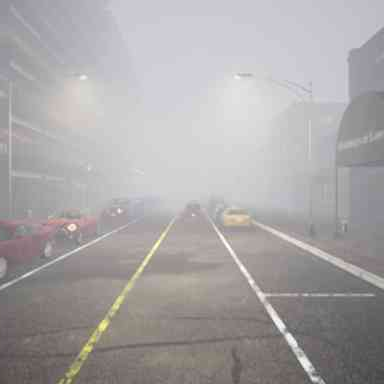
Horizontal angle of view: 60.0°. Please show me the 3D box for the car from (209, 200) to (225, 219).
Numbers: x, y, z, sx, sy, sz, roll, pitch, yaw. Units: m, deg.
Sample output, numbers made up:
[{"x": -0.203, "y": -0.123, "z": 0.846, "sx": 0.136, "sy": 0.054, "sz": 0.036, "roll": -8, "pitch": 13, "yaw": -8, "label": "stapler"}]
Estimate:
[{"x": 2.687, "y": 1.597, "z": 26.559, "sx": 2.008, "sy": 1.369, "sz": 4.403, "roll": 0, "pitch": 0, "yaw": 0, "label": "car"}]

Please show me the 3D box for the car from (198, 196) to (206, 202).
[{"x": 2.679, "y": 1.793, "z": 87.490, "sx": 1.947, "sy": 1.339, "sz": 4.313, "roll": 0, "pitch": 0, "yaw": 0, "label": "car"}]

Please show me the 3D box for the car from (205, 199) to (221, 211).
[{"x": 2.685, "y": 1.611, "z": 43.346, "sx": 1.752, "sy": 1.417, "sz": 4.829, "roll": 0, "pitch": 0, "yaw": 0, "label": "car"}]

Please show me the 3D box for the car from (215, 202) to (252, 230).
[{"x": 2.688, "y": 1.561, "z": 21.190, "sx": 1.752, "sy": 1.417, "sz": 4.829, "roll": 0, "pitch": 0, "yaw": 0, "label": "car"}]

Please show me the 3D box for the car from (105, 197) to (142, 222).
[{"x": -5.692, "y": 1.361, "z": 26.558, "sx": 2.192, "sy": 1.841, "sz": 5.009, "roll": 0, "pitch": 0, "yaw": 0, "label": "car"}]

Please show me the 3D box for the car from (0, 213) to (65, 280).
[{"x": -5.691, "y": 1.560, "z": 9.940, "sx": 1.887, "sy": 1.381, "sz": 4.507, "roll": 0, "pitch": 0, "yaw": 0, "label": "car"}]

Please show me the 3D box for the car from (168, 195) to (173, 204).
[{"x": -5.698, "y": 1.733, "z": 70.873, "sx": 1.947, "sy": 1.339, "sz": 4.313, "roll": 0, "pitch": 0, "yaw": 0, "label": "car"}]

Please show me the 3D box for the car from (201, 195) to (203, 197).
[{"x": 2.685, "y": 1.541, "z": 48.716, "sx": 1.967, "sy": 1.590, "sz": 4.097, "roll": 0, "pitch": 0, "yaw": 0, "label": "car"}]

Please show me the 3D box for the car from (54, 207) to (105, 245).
[{"x": -5.691, "y": 1.465, "z": 15.478, "sx": 1.967, "sy": 1.590, "sz": 4.097, "roll": 0, "pitch": 0, "yaw": 0, "label": "car"}]

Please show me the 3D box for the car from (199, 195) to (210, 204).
[{"x": 2.682, "y": 1.482, "z": 70.875, "sx": 2.192, "sy": 1.841, "sz": 5.009, "roll": 0, "pitch": 0, "yaw": 0, "label": "car"}]

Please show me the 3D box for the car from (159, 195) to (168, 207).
[{"x": -5.696, "y": 1.432, "z": 54.254, "sx": 2.192, "sy": 1.841, "sz": 5.009, "roll": 0, "pitch": 0, "yaw": 0, "label": "car"}]

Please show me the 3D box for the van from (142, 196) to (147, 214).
[{"x": -5.693, "y": 1.399, "z": 32.098, "sx": 1.690, "sy": 1.788, "sz": 3.998, "roll": 0, "pitch": 0, "yaw": 0, "label": "van"}]

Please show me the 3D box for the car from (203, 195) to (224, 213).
[{"x": 2.687, "y": 1.386, "z": 37.637, "sx": 2.192, "sy": 1.841, "sz": 5.009, "roll": 0, "pitch": 0, "yaw": 0, "label": "car"}]

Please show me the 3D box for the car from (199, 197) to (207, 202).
[{"x": 2.680, "y": 1.787, "z": 81.950, "sx": 1.802, "sy": 1.307, "sz": 4.206, "roll": 0, "pitch": 0, "yaw": 0, "label": "car"}]

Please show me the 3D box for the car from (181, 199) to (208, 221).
[{"x": 0.096, "y": 1.573, "z": 27.181, "sx": 1.812, "sy": 1.442, "sz": 4.674, "roll": 0, "pitch": 0, "yaw": 0, "label": "car"}]

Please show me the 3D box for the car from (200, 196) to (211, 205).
[{"x": 2.683, "y": 1.590, "z": 65.334, "sx": 1.967, "sy": 1.590, "sz": 4.097, "roll": 0, "pitch": 0, "yaw": 0, "label": "car"}]

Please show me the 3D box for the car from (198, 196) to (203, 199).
[{"x": 0.095, "y": 1.658, "z": 46.455, "sx": 1.994, "sy": 1.385, "sz": 4.181, "roll": 0, "pitch": 0, "yaw": 0, "label": "car"}]

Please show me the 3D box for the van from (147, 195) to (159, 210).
[{"x": -5.695, "y": 1.426, "z": 43.176, "sx": 1.690, "sy": 1.788, "sz": 3.998, "roll": 0, "pitch": 0, "yaw": 0, "label": "van"}]

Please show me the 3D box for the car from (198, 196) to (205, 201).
[{"x": 2.679, "y": 1.803, "z": 93.028, "sx": 2.008, "sy": 1.369, "sz": 4.403, "roll": 0, "pitch": 0, "yaw": 0, "label": "car"}]

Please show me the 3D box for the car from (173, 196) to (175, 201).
[{"x": -5.699, "y": 1.736, "z": 76.411, "sx": 2.008, "sy": 1.369, "sz": 4.403, "roll": 0, "pitch": 0, "yaw": 0, "label": "car"}]

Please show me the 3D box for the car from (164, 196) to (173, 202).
[{"x": -5.700, "y": 1.756, "z": 81.949, "sx": 2.008, "sy": 1.369, "sz": 4.403, "roll": 0, "pitch": 0, "yaw": 0, "label": "car"}]

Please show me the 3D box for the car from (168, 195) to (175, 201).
[{"x": -5.702, "y": 1.692, "z": 93.028, "sx": 1.967, "sy": 1.590, "sz": 4.097, "roll": 0, "pitch": 0, "yaw": 0, "label": "car"}]
